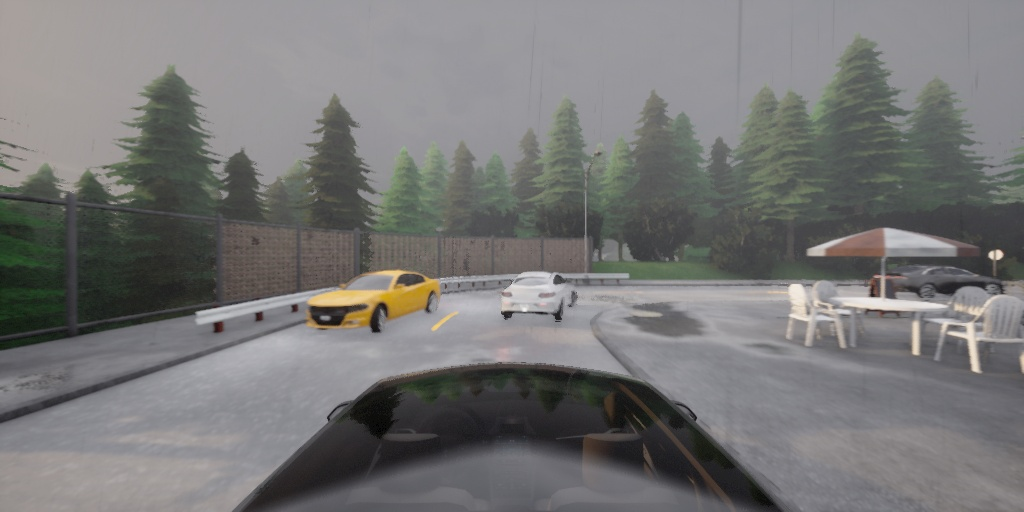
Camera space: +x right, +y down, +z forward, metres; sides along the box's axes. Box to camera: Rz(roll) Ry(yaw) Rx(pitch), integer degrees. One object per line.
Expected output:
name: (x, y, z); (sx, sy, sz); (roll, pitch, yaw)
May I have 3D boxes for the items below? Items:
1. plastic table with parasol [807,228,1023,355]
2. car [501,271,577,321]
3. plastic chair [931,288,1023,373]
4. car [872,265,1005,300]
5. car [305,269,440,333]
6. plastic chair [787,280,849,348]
plastic table with parasol: (7.780, 0.651, 7.523); (2.482, 2.480, 2.482); (0, 0, 0)
car: (0.994, 1.233, 12.239); (1.812, 1.442, 4.674); (-1, 0, 16)
plastic chair: (8.001, 1.261, 6.113); (0.750, 1.272, 0.730); (0, 0, 10)
car: (19.857, 1.179, 16.808); (4.902, 1.511, 2.128); (0, 0, 0)
car: (-3.909, 1.190, 10.957); (1.882, 1.535, 5.008); (-1, 0, 13)
plastic chair: (6.510, 1.231, 7.732); (0.730, 1.272, 0.750); (0, 0, 10)
